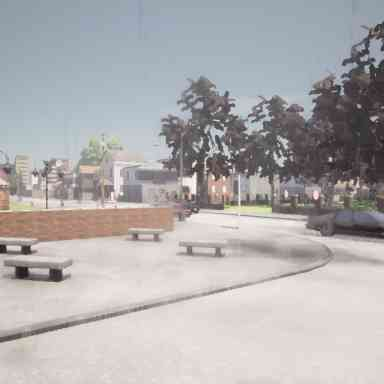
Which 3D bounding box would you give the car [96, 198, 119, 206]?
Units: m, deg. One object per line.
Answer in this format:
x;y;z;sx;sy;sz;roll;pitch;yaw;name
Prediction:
-10.805;1.359;42.286;1.812;1.442;4.674;0;0;-35;car

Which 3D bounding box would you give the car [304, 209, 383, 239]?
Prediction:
8.165;1.547;15.945;2.033;1.411;5.357;0;0;-40;car

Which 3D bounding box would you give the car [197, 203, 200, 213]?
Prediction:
-1.065;1.505;35.651;1.837;1.490;4.892;0;0;-36;car

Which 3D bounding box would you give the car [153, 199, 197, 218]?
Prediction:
-1.859;1.526;29.580;1.812;1.442;4.674;0;0;-36;car
